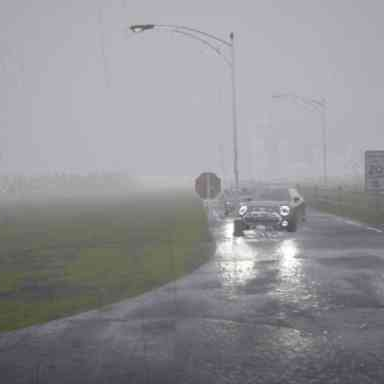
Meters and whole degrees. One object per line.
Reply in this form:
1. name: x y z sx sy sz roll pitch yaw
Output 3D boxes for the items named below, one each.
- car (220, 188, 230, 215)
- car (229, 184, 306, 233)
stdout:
1. car: 2.703 0.469 20.123 2.128 1.511 4.902 -2 3 1
2. car: 3.457 0.562 14.009 2.097 1.767 4.553 -1 3 26
